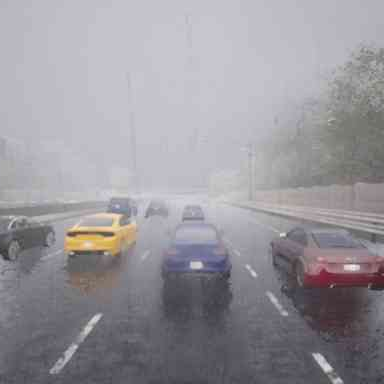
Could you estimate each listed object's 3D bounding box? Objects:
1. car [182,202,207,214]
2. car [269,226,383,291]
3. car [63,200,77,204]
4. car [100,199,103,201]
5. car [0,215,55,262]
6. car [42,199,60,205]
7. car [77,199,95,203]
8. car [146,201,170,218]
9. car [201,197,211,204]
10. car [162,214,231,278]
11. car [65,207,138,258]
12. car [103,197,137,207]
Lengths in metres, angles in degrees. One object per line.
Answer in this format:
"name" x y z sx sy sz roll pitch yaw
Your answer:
"car" 0.112 1.806 28.381 2.033 1.411 5.357 0 -1 0
"car" 3.509 1.643 9.298 1.994 1.385 4.181 0 -1 0
"car" -24.469 2.197 67.281 1.895 1.301 4.718 0 -1 0
"car" -17.469 2.080 67.309 1.882 1.535 5.008 0 -1 0
"car" -6.892 1.606 12.605 2.128 1.511 4.902 0 -1 0
"car" -27.970 2.088 65.864 1.882 1.535 5.008 0 -1 0
"car" -20.969 2.127 67.310 2.128 1.511 4.902 0 -1 0
"car" -3.386 1.660 33.722 2.097 1.767 4.553 0 -1 0
"car" 3.538 2.163 83.950 2.097 1.767 4.553 0 -1 0
"car" 0.106 1.619 10.301 1.812 1.442 4.674 0 0 0
"car" -3.391 1.599 13.331 1.882 1.535 5.008 0 -1 0
"car" -6.886 1.526 33.332 2.150 2.045 5.566 0 -1 0
